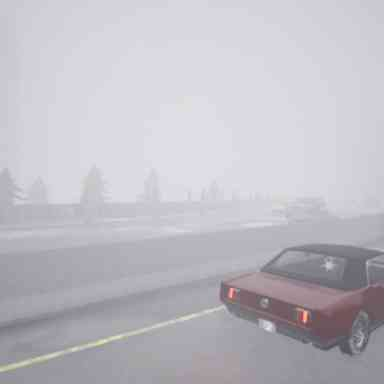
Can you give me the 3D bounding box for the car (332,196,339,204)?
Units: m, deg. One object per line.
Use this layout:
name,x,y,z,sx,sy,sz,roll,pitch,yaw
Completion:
car,29.768,1.734,70.092,2.097,1.767,4.553,0,0,28

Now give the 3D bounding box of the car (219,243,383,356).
car,2.811,1.636,6.156,4.718,1.301,1.895,0,0,-39

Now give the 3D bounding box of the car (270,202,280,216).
car,9.696,1.666,34.207,1.882,1.535,5.008,0,0,35

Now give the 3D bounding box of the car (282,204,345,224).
car,7.626,1.678,20.589,1.994,1.385,4.181,0,0,42

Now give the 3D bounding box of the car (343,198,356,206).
car,29.550,1.895,62.211,1.994,1.385,4.181,0,0,28

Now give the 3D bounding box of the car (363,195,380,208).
car,29.394,1.523,54.505,2.150,2.045,5.566,0,0,29

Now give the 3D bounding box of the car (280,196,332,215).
car,9.941,1.383,28.659,2.150,2.045,5.566,0,-1,38
